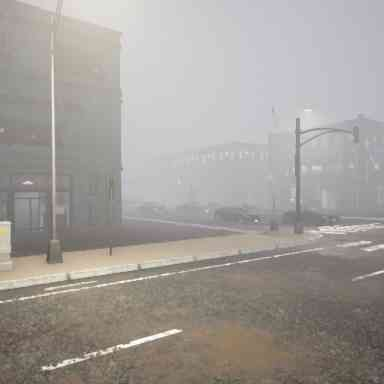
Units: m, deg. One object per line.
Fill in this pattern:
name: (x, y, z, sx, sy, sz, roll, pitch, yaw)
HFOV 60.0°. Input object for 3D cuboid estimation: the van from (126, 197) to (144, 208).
van: (-10.418, 1.906, 60.874, 1.690, 1.788, 3.998, -1, 0, -35)

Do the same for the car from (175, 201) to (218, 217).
car: (0.121, 1.824, 36.081, 2.128, 1.511, 4.902, -1, 0, -35)

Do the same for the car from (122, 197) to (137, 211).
car: (-8.743, 1.982, 48.597, 1.882, 1.535, 5.008, -1, 1, -35)

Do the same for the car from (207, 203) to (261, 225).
car: (3.529, 1.814, 26.592, 1.947, 1.339, 4.313, -1, 0, -35)

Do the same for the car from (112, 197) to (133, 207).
car: (-13.626, 1.939, 65.384, 2.192, 1.841, 5.009, -1, 0, -35)

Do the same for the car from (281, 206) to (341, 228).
car: (8.475, 1.728, 23.963, 1.994, 1.385, 4.181, -1, 0, -32)

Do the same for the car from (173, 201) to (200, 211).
car: (-0.790, 1.965, 47.340, 1.802, 1.307, 4.206, -2, 0, -35)

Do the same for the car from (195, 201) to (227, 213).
car: (2.416, 1.903, 42.830, 1.802, 1.307, 4.206, -2, 0, -35)

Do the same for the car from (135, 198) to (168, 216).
car: (-4.416, 1.846, 37.971, 1.967, 1.590, 4.097, -1, 0, -35)
